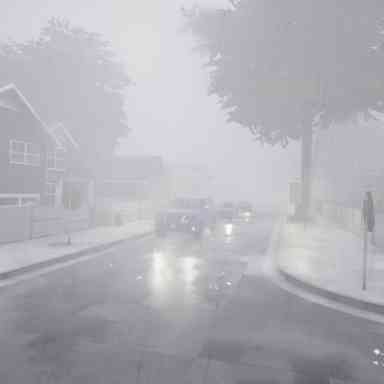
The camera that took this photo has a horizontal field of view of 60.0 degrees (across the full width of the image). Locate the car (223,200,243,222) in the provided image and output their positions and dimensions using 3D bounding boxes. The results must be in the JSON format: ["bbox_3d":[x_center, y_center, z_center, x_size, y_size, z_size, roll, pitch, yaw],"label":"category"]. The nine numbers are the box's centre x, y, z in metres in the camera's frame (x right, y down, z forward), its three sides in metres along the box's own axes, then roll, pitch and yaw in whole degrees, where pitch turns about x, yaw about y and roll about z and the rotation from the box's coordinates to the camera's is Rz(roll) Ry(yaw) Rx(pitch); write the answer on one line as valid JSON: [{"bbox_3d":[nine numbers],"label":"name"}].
[{"bbox_3d":[2.715,1.548,27.763,1.882,1.535,5.008,1,0,16],"label":"car"}]

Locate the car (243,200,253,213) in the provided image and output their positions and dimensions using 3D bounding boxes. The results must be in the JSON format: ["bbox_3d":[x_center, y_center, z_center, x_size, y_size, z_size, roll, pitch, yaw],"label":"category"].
[{"bbox_3d":[6.178,1.700,39.907,1.994,1.385,4.181,1,0,16],"label":"car"}]

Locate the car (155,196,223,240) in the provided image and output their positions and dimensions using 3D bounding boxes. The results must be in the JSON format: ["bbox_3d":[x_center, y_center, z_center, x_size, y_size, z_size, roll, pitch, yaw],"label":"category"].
[{"bbox_3d":[-0.107,1.238,17.825,2.150,2.045,5.566,1,0,16],"label":"car"}]
